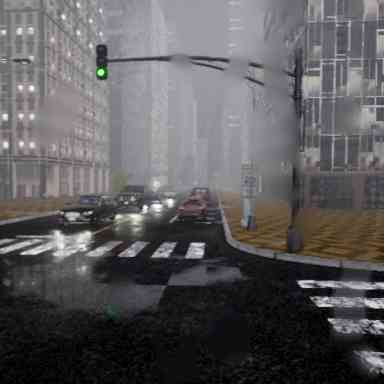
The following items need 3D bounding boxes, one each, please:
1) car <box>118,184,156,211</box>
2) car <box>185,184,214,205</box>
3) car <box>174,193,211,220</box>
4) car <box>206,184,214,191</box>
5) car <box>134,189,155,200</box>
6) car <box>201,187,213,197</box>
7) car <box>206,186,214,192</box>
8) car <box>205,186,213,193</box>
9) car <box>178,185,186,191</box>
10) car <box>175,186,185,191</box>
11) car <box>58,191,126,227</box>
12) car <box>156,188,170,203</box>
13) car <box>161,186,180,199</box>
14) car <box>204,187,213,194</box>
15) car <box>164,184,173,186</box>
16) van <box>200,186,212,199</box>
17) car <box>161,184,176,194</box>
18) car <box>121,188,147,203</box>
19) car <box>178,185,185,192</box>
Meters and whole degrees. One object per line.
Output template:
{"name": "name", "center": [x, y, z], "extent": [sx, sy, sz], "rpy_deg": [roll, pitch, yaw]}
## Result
{"name": "car", "center": [-4.778, 0.397, 27.884], "extent": [2.150, 2.045, 5.566], "rpy_deg": [1, 2, 4]}
{"name": "car", "center": [0.911, 0.418, 32.007], "extent": [2.192, 1.841, 5.009], "rpy_deg": [0, 2, 4]}
{"name": "car", "center": [0.125, 0.984, 20.997], "extent": [1.802, 1.307, 4.206], "rpy_deg": [0, 2, 4]}
{"name": "car", "center": [5.148, -1.248, 92.606], "extent": [2.192, 1.841, 5.009], "rpy_deg": [0, 2, 4]}
{"name": "car", "center": [-6.169, 0.312, 43.553], "extent": [1.802, 1.307, 4.206], "rpy_deg": [0, 2, 4]}
{"name": "car", "center": [2.460, -0.060, 54.046], "extent": [1.967, 1.590, 4.097], "rpy_deg": [0, 2, 4]}
{"name": "car", "center": [4.381, -0.713, 81.594], "extent": [1.887, 1.381, 4.507], "rpy_deg": [0, 2, 4]}
{"name": "car", "center": [4.009, -0.586, 76.254], "extent": [1.752, 1.417, 4.829], "rpy_deg": [0, 2, 4]}
{"name": "car", "center": [-2.714, -1.195, 93.131], "extent": [1.967, 1.590, 4.097], "rpy_deg": [0, 2, 4]}
{"name": "car", "center": [-3.098, -0.932, 87.625], "extent": [2.008, 1.369, 4.403], "rpy_deg": [0, 2, 4]}
{"name": "car", "center": [-5.469, 0.934, 18.050], "extent": [2.128, 1.511, 4.902], "rpy_deg": [1, 2, 4]}
{"name": "car", "center": [-4.092, 0.510, 37.655], "extent": [1.895, 1.301, 4.718], "rpy_deg": [1, 2, 4]}
{"name": "car", "center": [-3.369, 0.241, 47.503], "extent": [1.895, 1.301, 4.718], "rpy_deg": [1, 2, 4]}
{"name": "car", "center": [3.613, -0.373, 70.577], "extent": [1.802, 1.307, 4.206], "rpy_deg": [0, 2, 4]}
{"name": "car", "center": [-5.018, -0.283, 60.076], "extent": [1.967, 1.590, 4.097], "rpy_deg": [0, 2, 4]}
{"name": "van", "center": [2.076, -0.007, 48.534], "extent": [1.690, 1.788, 3.998], "rpy_deg": [0, 2, 4]}
{"name": "car", "center": [-4.635, -0.560, 65.582], "extent": [2.192, 1.841, 5.009], "rpy_deg": [0, 2, 4]}
{"name": "car", "center": [-6.554, 0.321, 38.039], "extent": [1.967, 1.590, 4.097], "rpy_deg": [0, 2, 4]}
{"name": "car", "center": [-3.482, -0.890, 82.112], "extent": [1.967, 1.590, 4.097], "rpy_deg": [0, 2, 4]}
